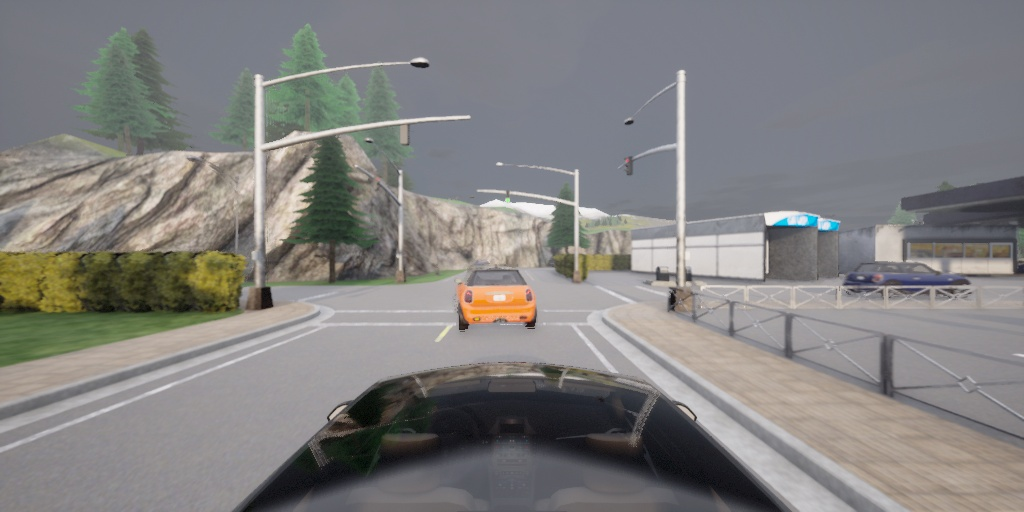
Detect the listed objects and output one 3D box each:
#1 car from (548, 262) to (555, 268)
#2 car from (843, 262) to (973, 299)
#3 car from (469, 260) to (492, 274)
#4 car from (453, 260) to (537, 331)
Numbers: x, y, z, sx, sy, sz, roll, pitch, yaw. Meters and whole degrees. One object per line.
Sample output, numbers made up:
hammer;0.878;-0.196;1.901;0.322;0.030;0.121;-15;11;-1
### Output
car;8.154;1.172;57.365;4.892;1.490;1.837;0;0;-12
car;18.968;1.079;17.295;4.553;1.767;2.097;0;0;1
car;-3.512;1.184;40.799;2.128;1.511;4.902;0;0;1
car;-0.699;1.087;11.255;2.097;1.767;4.553;0;0;-10
